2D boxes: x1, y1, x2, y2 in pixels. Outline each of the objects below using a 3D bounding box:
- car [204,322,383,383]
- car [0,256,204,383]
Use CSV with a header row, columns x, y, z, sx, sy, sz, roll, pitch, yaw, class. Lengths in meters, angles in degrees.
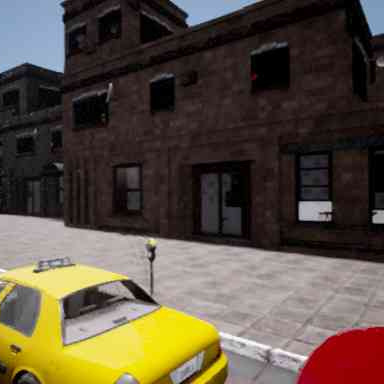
x,y,z,sx,sy,sz,roll,pitch,yaw,class
2.736,1.322,0.940,5.009,1.841,2.192,0,-1,36,car
-1.920,1.510,4.258,4.829,1.417,1.752,0,-1,36,car
